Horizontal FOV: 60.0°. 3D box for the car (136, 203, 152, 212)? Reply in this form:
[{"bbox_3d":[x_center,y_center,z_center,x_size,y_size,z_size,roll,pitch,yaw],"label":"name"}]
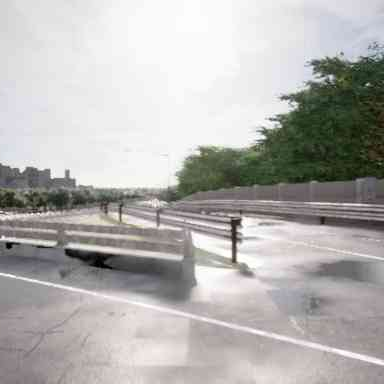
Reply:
[{"bbox_3d":[-7.073,2.258,49.188,1.994,1.385,4.181,-1,-3,-17],"label":"car"}]
